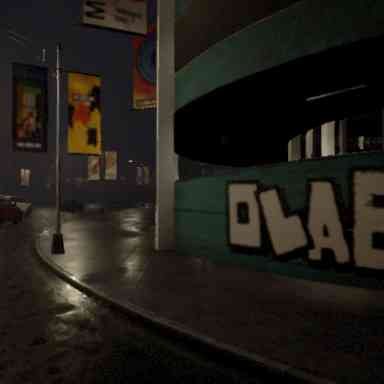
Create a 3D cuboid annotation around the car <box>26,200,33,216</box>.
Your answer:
[{"bbox_3d":[-17.263,1.370,31.523,2.150,2.045,5.566,0,0,-2],"label":"car"}]

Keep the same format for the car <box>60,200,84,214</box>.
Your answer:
[{"bbox_3d":[-13.927,1.690,38.411,1.882,1.535,5.008,0,-1,-1],"label":"car"}]

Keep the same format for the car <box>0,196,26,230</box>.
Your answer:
[{"bbox_3d":[-13.159,1.321,21.968,2.150,2.045,5.566,0,0,-10],"label":"car"}]
